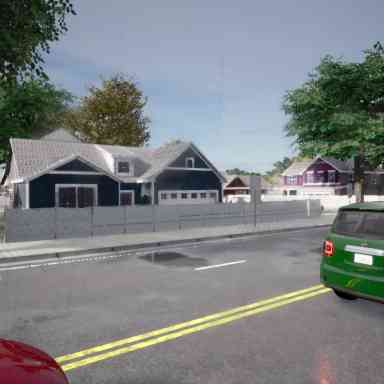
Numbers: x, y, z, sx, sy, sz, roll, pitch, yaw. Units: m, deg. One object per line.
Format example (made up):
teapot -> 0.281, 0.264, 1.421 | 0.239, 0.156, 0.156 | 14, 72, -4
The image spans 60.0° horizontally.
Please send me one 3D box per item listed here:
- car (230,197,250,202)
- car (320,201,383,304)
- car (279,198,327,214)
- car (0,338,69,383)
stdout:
car -> 7.024, 1.431, 45.076 | 2.097, 1.767, 4.553 | -1, 0, -31
car -> 5.067, 1.210, 7.098 | 5.566, 2.045, 2.150 | 0, 0, -35
car -> 12.201, 1.494, 36.926 | 1.882, 1.535, 5.008 | -1, 0, -33
car -> -3.054, 1.476, 1.263 | 5.008, 1.535, 1.882 | 0, 0, -35
